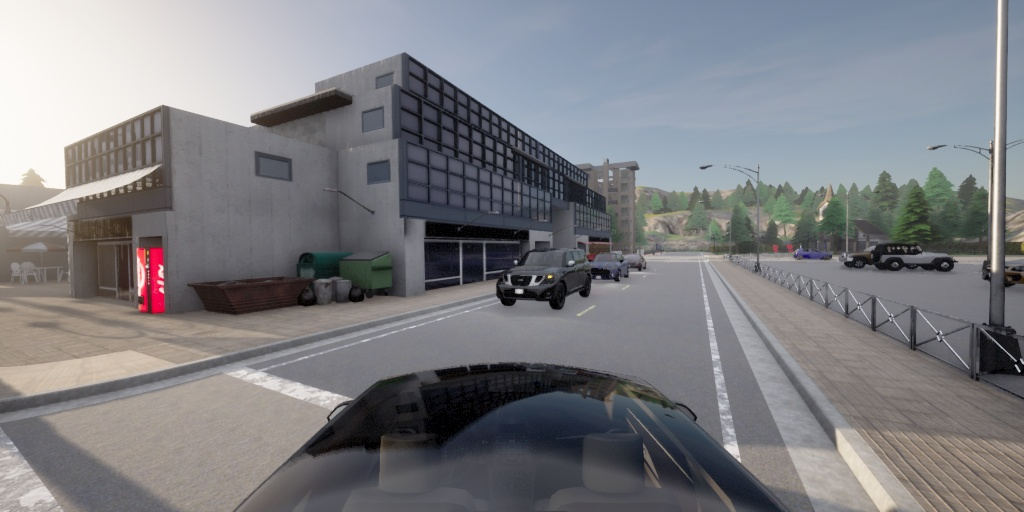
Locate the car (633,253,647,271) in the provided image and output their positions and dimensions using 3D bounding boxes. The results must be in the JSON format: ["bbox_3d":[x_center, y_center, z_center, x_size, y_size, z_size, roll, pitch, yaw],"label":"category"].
[{"bbox_3d":[10.704,0.507,31.727,1.812,1.442,4.674,0,1,28],"label":"car"}]

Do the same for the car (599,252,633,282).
[{"bbox_3d":[6.005,0.592,22.637,2.097,1.767,4.553,0,1,27],"label":"car"}]

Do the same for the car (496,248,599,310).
[{"bbox_3d":[1.492,0.710,13.897,2.150,2.045,5.566,0,1,27],"label":"car"}]
